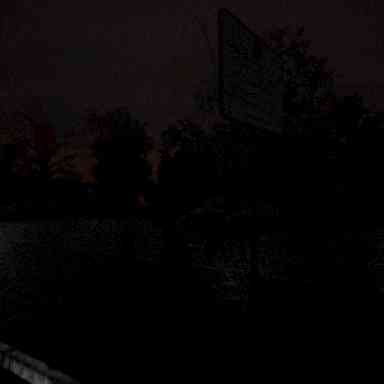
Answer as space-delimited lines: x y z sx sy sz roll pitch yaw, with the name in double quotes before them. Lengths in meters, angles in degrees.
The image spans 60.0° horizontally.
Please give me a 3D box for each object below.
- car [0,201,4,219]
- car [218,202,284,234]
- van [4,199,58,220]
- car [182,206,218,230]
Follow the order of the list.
"car" -18.019 2.040 35.378 1.946 1.575 5.366 -2 -1 35
"car" 3.797 1.415 19.894 2.185 1.767 4.553 -1 -1 35
"van" -15.910 1.737 33.533 1.878 1.987 4.442 -2 -1 35
"car" 1.176 1.619 21.674 2.002 1.452 4.674 -1 0 35
